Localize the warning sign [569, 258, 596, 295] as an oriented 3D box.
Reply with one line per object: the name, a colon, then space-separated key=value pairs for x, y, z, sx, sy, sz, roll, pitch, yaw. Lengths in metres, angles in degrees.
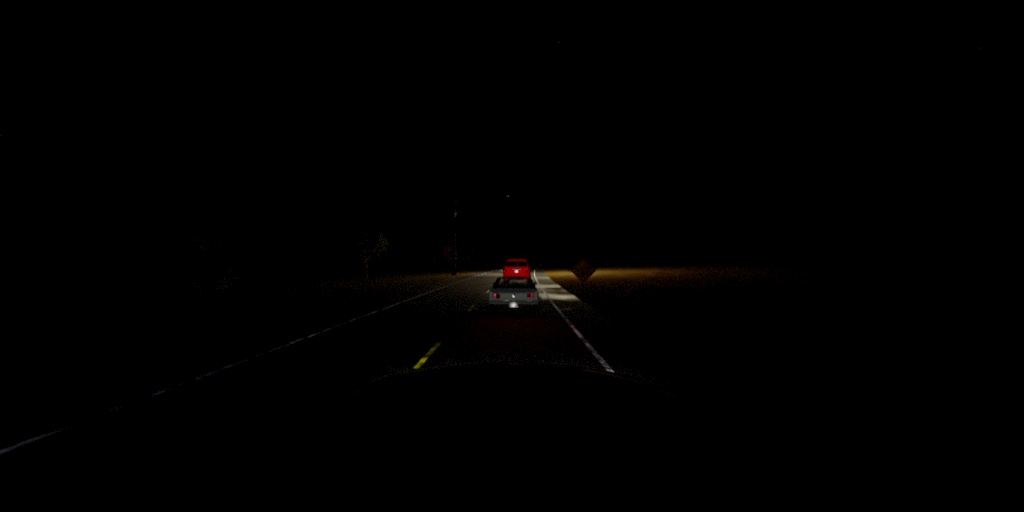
warning sign: x=3.697 y=1.038 z=18.629 sx=1.300 sy=1.860 sz=1.060 roll=0 pitch=0 yaw=1

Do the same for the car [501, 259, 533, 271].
car: x=0.435 y=1.255 z=29.372 sx=2.150 sy=2.045 sz=5.566 roll=0 pitch=0 yaw=2

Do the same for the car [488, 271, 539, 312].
car: x=0.105 y=1.487 z=15.052 sx=1.895 sy=1.301 sz=4.718 roll=0 pitch=-1 yaw=1
